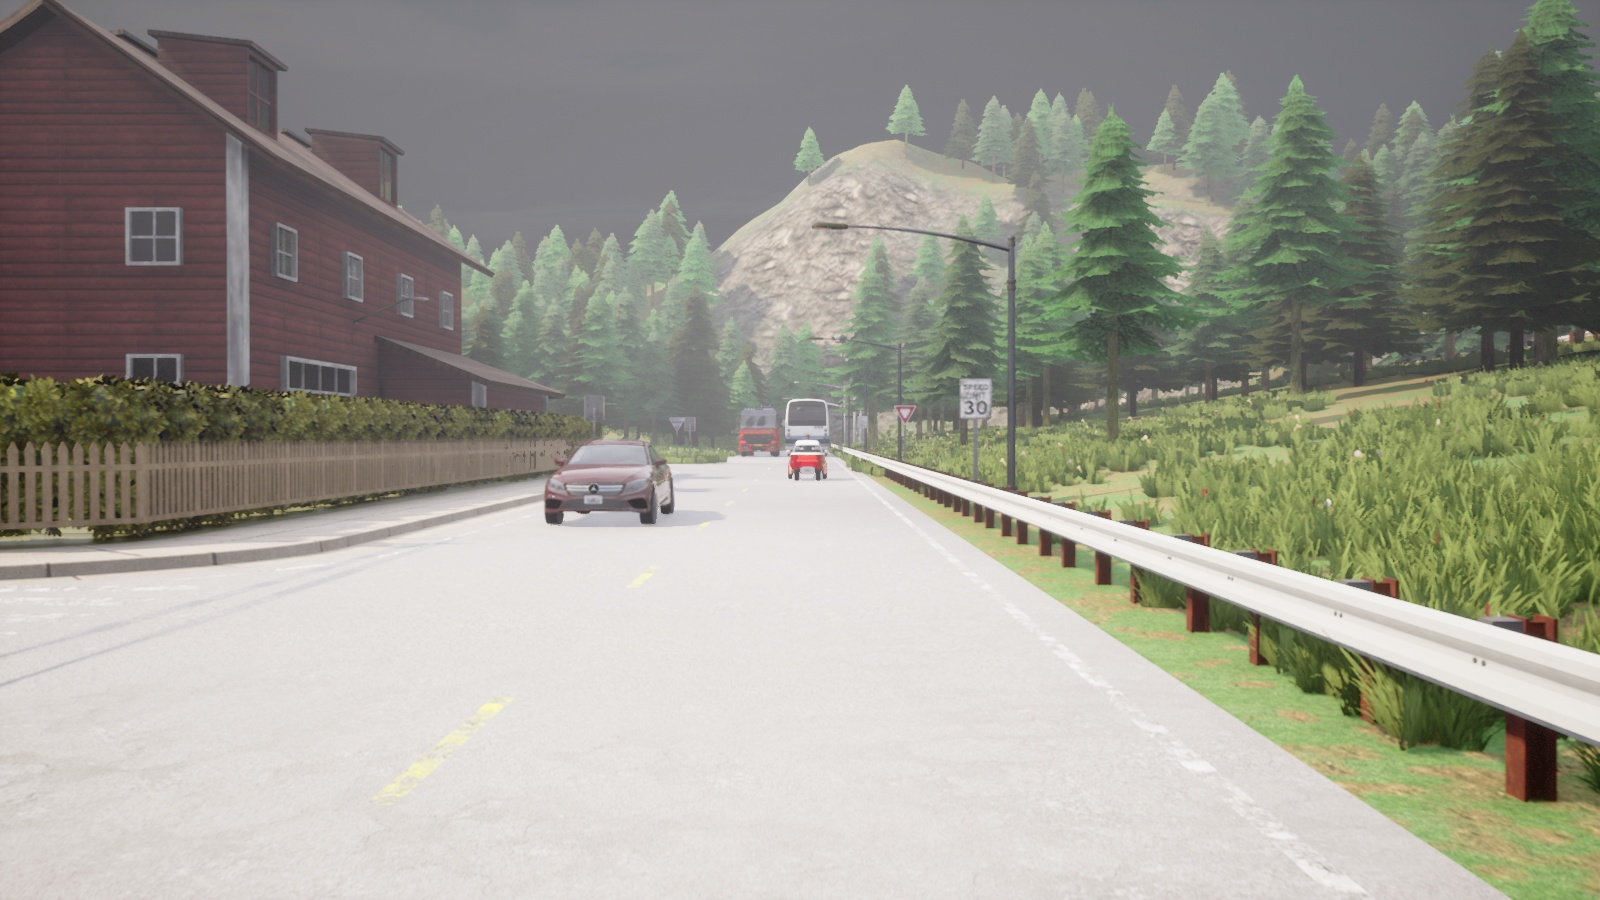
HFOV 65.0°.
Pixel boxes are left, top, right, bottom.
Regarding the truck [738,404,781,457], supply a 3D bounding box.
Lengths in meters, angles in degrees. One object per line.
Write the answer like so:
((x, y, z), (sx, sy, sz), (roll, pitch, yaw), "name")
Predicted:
((-2.955, -1.423, 94.320), (2.891, 3.827, 8.468), (0, 1, 0), "truck")

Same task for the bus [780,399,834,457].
((0.561, -1.661, 97.063), (3.944, 4.253, 10.273), (0, 1, 0), "bus")

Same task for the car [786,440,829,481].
((0.262, 0.335, 43.910), (1.481, 1.376, 2.207), (0, 1, 0), "car")

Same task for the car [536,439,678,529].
((-3.357, 0.528, 22.693), (1.812, 1.442, 4.674), (0, 1, 0), "car")
